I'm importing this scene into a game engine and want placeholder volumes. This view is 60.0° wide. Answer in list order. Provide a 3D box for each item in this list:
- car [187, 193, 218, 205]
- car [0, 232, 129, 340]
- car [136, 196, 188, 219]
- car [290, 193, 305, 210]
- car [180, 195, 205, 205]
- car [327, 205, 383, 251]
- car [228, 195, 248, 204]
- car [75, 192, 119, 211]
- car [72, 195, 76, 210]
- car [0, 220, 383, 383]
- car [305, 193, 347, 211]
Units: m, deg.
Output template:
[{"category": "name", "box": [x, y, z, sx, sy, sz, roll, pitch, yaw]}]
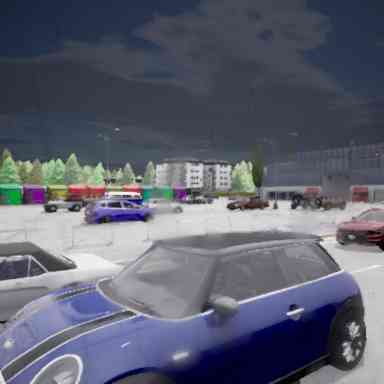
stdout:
[{"category": "car", "box": [1.720, 1.090, 54.337, 3.866, 1.878, 1.905, 0, 0, -35]}, {"category": "car", "box": [-3.664, 1.603, 5.676, 4.718, 1.301, 1.895, 0, 0, -35]}, {"category": "car", "box": [-2.714, 1.367, 30.454, 3.806, 1.475, 1.970, 0, 0, -35]}, {"category": "car", "box": [13.100, 1.083, 38.350, 3.866, 1.878, 1.905, 0, 0, -35]}, {"category": "car", "box": [0.055, 1.331, 56.705, 3.806, 1.475, 1.970, 0, 0, -35]}, {"category": "car", "box": [8.118, 1.444, 14.075, 5.008, 1.535, 1.882, 0, 0, -35]}, {"category": "car", "box": [10.690, 1.437, 80.142, 1.994, 1.385, 4.181, 0, 0, -34]}, {"category": "car", "box": [-12.561, 1.131, 44.186, 4.605, 1.855, 1.932, 0, 0, -35]}, {"category": "car", "box": [-14.183, 1.342, 46.587, 3.905, 1.438, 1.784, 0, 0, -35]}, {"category": "car", "box": [0.094, 1.347, 4.057, 4.553, 1.767, 2.097, 0, 0, -35]}, {"category": "car", "box": [14.729, 1.080, 35.957, 4.605, 1.855, 1.932, 0, 0, -35]}]
